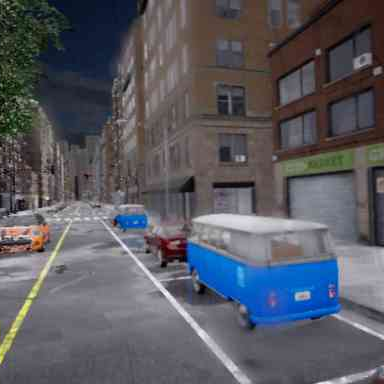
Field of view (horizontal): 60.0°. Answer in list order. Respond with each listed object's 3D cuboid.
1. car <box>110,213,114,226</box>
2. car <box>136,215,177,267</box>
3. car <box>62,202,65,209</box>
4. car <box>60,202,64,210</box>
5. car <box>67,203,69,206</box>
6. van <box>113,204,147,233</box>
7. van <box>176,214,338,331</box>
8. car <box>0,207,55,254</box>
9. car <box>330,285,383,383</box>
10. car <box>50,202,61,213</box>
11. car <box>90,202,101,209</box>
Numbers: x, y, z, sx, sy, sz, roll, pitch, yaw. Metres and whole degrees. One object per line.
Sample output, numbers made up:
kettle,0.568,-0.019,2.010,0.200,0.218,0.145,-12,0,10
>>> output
car,-5.935,2.114,28.345,1.947,1.339,4.313,-2,-1,-18
car,-0.650,1.720,12.212,1.887,1.381,4.507,-2,-1,-18
car,-29.253,3.388,72.135,1.887,1.381,4.507,-2,-1,-18
car,-27.556,3.274,66.956,2.008,1.369,4.403,-2,-1,-18
car,-34.344,3.757,87.671,2.008,1.369,4.403,-2,-1,-18
van,-4.181,1.766,22.970,1.690,1.788,3.998,-2,-1,-18
van,1.105,1.390,6.837,1.690,1.788,3.998,-2,-1,-18
car,-7.968,1.818,15.730,2.097,1.767,4.553,-2,-1,-18
car,2.875,1.504,1.456,1.802,1.307,4.206,-2,-1,-18
car,-25.807,3.127,61.617,1.752,1.417,4.829,-2,-1,-18
car,-22.869,3.162,80.007,1.967,1.590,4.097,-2,-1,-18
